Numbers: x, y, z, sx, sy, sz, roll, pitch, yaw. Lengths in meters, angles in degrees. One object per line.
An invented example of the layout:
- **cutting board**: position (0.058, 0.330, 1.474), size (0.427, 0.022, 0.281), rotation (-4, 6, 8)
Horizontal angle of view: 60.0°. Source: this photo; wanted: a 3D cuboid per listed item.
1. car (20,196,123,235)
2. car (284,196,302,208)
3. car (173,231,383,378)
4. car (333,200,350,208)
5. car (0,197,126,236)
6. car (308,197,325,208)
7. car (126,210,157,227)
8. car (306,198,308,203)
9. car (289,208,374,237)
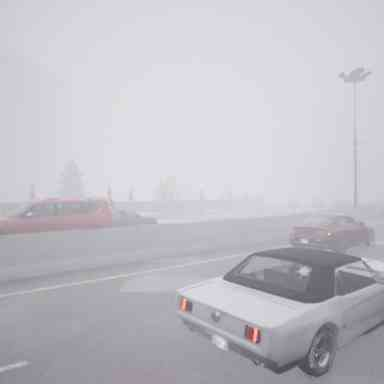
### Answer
- **car**: position (-7.338, 1.319, 20.679), size (5.566, 2.045, 2.150), rotation (0, 0, -40)
- **car**: position (16.497, 1.779, 53.479), size (1.882, 1.535, 5.008), rotation (0, -1, 22)
- **car**: position (2.100, 1.615, 5.581), size (4.718, 1.301, 1.895), rotation (0, 0, -38)
- **car**: position (20.369, 1.775, 45.120), size (1.994, 1.385, 4.181), rotation (0, -1, 26)
- **car**: position (-5.711, 1.281, 13.005), size (5.566, 2.045, 2.150), rotation (0, 0, -38)
- **car**: position (20.244, 1.634, 53.432), size (2.097, 1.767, 4.553), rotation (-1, -1, 22)
- **car**: position (-4.404, 1.685, 18.590), size (4.718, 1.301, 1.895), rotation (0, 0, -41)
- **car**: position (29.929, 2.002, 83.039), size (2.033, 1.411, 5.357), rotation (-1, 0, 3)
- **car**: position (5.664, 1.566, 13.349), size (4.674, 1.442, 1.812), rotation (0, 0, -43)
